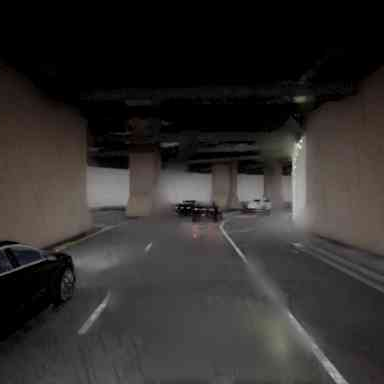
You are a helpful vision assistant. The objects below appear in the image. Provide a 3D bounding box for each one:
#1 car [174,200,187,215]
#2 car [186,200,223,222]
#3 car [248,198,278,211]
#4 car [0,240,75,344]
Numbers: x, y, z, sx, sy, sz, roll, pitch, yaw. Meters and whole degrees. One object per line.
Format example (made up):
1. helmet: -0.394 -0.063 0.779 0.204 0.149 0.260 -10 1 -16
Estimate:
1. car: 0.138 1.506 33.341 2.033 1.411 5.357 0 0 25
2. car: 1.307 1.459 26.090 2.128 1.511 4.902 0 0 12
3. car: 8.361 1.476 39.061 1.812 1.442 4.674 0 0 42
4. car: -3.400 1.485 5.185 2.128 1.511 4.902 0 0 0
